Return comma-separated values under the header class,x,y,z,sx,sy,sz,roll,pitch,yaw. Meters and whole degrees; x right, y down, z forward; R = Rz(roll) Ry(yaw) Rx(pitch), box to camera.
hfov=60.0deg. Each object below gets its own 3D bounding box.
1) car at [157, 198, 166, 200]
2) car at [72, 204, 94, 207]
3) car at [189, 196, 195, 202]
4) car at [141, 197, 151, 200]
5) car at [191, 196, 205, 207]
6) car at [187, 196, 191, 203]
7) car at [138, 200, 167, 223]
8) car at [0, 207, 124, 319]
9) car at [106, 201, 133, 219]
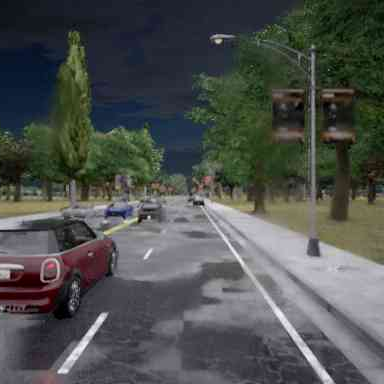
class,x,y,z,sx,sy,sz,roll,pitch,yaw
car,-6.509,1.853,70.216,1.994,1.385,4.181,0,0,0
car,-9.850,1.727,29.528,1.895,1.301,4.718,0,0,0
car,-0.012,1.857,90.388,1.812,1.442,4.674,0,0,0
car,-9.759,1.840,70.216,2.033,1.411,5.357,0,0,0
car,1.130,1.718,55.925,1.882,1.535,5.008,0,0,0
car,-0.010,1.753,74.962,1.837,1.490,4.892,0,0,0
car,-3.153,1.620,26.831,1.837,1.490,4.892,0,0,0
car,-3.150,1.385,7.607,2.097,1.767,4.553,0,0,0
car,-6.600,1.607,30.333,1.882,1.535,5.008,0,0,0
